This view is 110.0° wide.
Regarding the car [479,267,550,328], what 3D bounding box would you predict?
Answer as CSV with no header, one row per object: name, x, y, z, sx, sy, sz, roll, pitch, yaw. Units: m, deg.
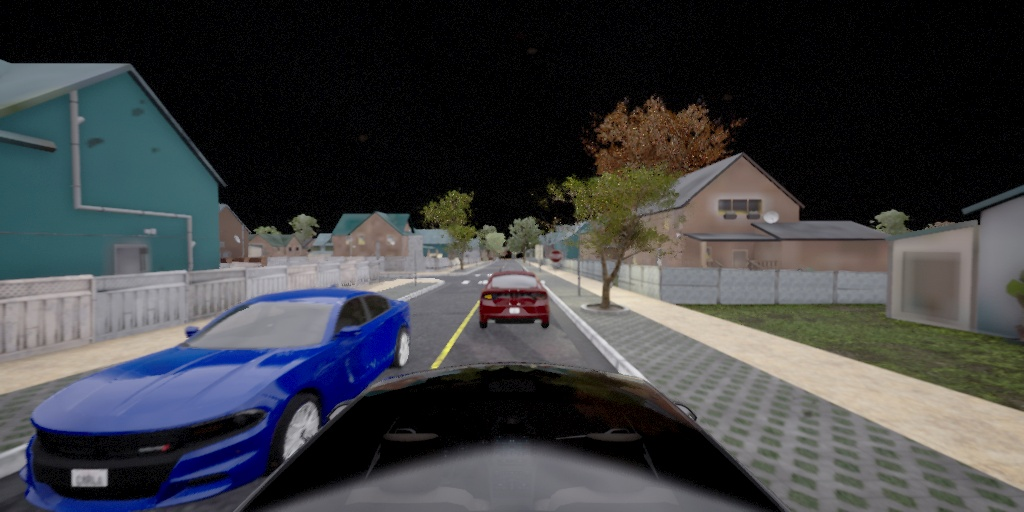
car,0.065,1.197,11.215,1.882,1.535,5.008,0,0,0

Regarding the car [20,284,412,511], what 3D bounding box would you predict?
car,-2.848,1.217,4.913,1.882,1.535,5.008,0,0,0
